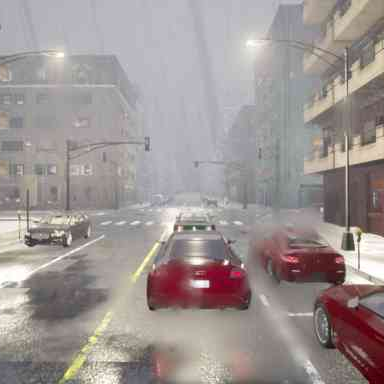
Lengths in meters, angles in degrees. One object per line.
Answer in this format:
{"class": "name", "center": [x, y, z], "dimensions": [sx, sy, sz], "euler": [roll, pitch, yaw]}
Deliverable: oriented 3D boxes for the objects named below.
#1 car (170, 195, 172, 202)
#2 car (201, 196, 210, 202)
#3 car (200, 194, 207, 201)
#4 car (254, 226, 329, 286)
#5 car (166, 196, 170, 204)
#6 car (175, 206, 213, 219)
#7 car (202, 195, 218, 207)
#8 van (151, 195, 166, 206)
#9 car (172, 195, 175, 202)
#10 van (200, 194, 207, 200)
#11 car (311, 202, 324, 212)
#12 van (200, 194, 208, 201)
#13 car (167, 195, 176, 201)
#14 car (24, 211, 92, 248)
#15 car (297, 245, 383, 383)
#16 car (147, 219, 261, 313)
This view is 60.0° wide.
{"class": "car", "center": [-5.421, 1.448, 64.176], "dimensions": [1.967, 1.590, 4.097], "euler": [1, 0, 0]}
{"class": "car", "center": [3.033, 1.590, 75.437], "dimensions": [1.802, 1.307, 4.206], "euler": [1, 0, 0]}
{"class": "car", "center": [2.995, 1.558, 69.767], "dimensions": [2.008, 1.369, 4.403], "euler": [1, 0, 0]}
{"class": "car", "center": [2.670, 1.584, 9.057], "dimensions": [1.802, 1.307, 4.206], "euler": [1, 0, 0]}
{"class": "car", "center": [-5.460, 1.574, 58.506], "dimensions": [1.947, 1.339, 4.313], "euler": [1, 0, 0]}
{"class": "car", "center": [0.107, 1.604, 16.597], "dimensions": [1.895, 1.301, 4.718], "euler": [0, 0, 0]}
{"class": "car", "center": [2.978, 1.558, 51.179], "dimensions": [2.008, 1.369, 4.403], "euler": [1, 0, 0]}
{"class": "van", "center": [-5.570, 1.349, 52.843], "dimensions": [1.690, 1.788, 3.998], "euler": [1, 0, 0]}
{"class": "car", "center": [-5.347, 1.575, 75.518], "dimensions": [1.947, 1.339, 4.313], "euler": [1, 0, 0]}
{"class": "van", "center": [3.150, 1.349, 92.448], "dimensions": [1.690, 1.788, 3.998], "euler": [1, 0, 0]}
{"class": "car", "center": [15.558, 1.518, 36.948], "dimensions": [4.507, 1.381, 1.887], "euler": [0, -1, 1]}
{"class": "van", "center": [3.112, 1.349, 86.777], "dimensions": [1.690, 1.788, 3.998], "euler": [1, 0, 0]}
{"class": "car", "center": [-5.271, 1.554, 86.858], "dimensions": [1.887, 1.381, 4.507], "euler": [1, 0, 0]}
{"class": "car", "center": [-5.766, 1.554, 14.798], "dimensions": [2.008, 1.369, 4.403], "euler": [1, 0, 0]}
{"class": "car", "center": [2.669, 1.583, 3.386], "dimensions": [1.802, 1.307, 4.206], "euler": [1, 0, 0]}
{"class": "car", "center": [0.108, 1.566, 7.779], "dimensions": [1.994, 1.385, 4.181], "euler": [0, 0, -1]}
